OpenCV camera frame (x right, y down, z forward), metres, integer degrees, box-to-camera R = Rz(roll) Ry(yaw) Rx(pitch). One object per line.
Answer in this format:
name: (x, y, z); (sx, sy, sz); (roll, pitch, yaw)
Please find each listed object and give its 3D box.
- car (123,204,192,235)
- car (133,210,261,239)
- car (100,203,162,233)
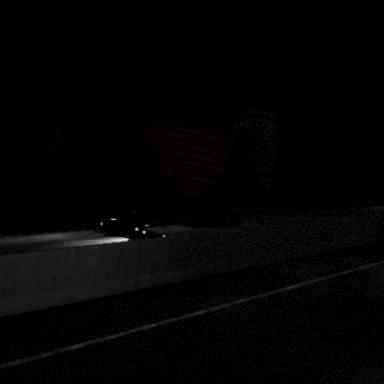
car: (-0.878, 1.481, 16.263); (4.181, 1.385, 1.994); (-1, 0, -35)
car: (0.404, 1.528, 12.878); (4.718, 1.301, 1.895); (-1, 0, -35)
car: (-2.826, 1.407, 19.173); (4.902, 1.511, 2.128); (-1, 0, -35)
